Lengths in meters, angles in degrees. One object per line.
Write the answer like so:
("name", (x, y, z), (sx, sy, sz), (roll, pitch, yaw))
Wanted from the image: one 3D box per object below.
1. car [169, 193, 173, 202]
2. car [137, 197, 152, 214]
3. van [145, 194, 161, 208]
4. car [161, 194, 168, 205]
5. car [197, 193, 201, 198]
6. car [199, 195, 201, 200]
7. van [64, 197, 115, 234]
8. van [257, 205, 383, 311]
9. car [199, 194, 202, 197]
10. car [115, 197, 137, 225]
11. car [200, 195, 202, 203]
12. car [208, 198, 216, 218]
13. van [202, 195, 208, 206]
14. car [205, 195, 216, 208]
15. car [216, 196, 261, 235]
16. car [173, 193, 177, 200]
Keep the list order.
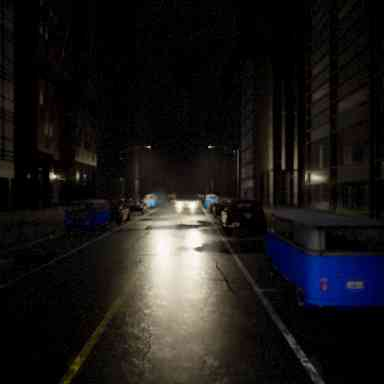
("car", (-5.784, 1.514, 74.613), (1.752, 1.417, 4.829), (0, 0, 0))
("car", (-5.772, 1.540, 35.517), (2.008, 1.369, 4.403), (0, 0, 0))
("van", (-5.775, 1.329, 46.737), (1.690, 1.788, 3.998), (0, 0, 0))
("car", (-5.778, 1.426, 57.956), (1.967, 1.590, 4.097), (0, 0, 0))
("car", (2.736, 1.554, 91.620), (2.008, 1.369, 4.403), (0, 0, 0))
("car", (2.747, 1.552, 57.966), (1.947, 1.339, 4.313), (0, 0, 0))
("van", (-5.767, 1.334, 18.689), (1.690, 1.788, 3.998), (0, 0, 0))
("van", (2.762, 1.338, 7.483), (1.690, 1.788, 3.998), (0, 0, 0))
("car", (2.745, 1.511, 63.745), (1.752, 1.417, 4.829), (0, 0, 0))
("car", (-5.768, 1.307, 24.298), (2.192, 1.841, 5.009), (0, 0, 0))
("car", (2.748, 1.532, 52.357), (1.887, 1.381, 4.507), (0, 0, 0))
("car", (2.755, 1.535, 29.920), (1.887, 1.381, 4.507), (0, 0, 0))
("van", (2.750, 1.329, 46.747), (1.690, 1.788, 3.998), (0, 0, 0))
("car", (2.753, 1.430, 35.529), (1.967, 1.590, 4.097), (0, 0, 0))
("car", (2.758, 1.309, 18.702), (2.192, 1.841, 5.009), (0, 0, 0))
("car", (-5.789, 1.568, 91.612), (1.947, 1.339, 4.313), (0, 0, 0))
